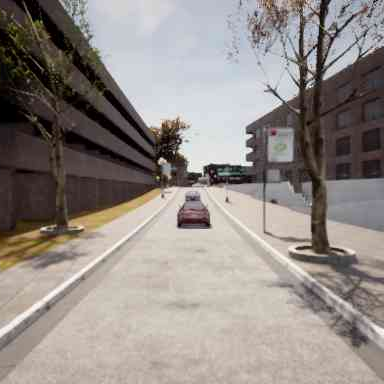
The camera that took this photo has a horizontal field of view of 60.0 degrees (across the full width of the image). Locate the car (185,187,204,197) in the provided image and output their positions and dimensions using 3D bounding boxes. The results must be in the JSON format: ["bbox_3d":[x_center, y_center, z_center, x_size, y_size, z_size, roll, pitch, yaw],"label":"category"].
[{"bbox_3d":[0.097,0.506,38.953,2.033,1.411,5.357,0,3,0],"label":"car"}]

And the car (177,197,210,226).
[{"bbox_3d":[0.098,1.257,20.898,1.994,1.385,4.181,0,2,0],"label":"car"}]
